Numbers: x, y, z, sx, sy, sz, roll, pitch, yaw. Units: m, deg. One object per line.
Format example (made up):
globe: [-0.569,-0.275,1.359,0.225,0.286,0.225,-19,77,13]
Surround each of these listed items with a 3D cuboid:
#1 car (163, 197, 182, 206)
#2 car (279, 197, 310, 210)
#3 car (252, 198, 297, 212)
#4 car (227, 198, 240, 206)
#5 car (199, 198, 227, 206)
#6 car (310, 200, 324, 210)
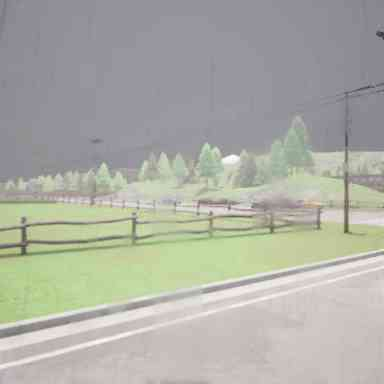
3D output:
car: [-3.688,1.719,61.108,1.812,1.442,4.674,0,0,-36]
car: [12.813,1.566,44.379,2.097,1.767,4.553,0,0,-36]
car: [10.072,1.741,42.187,2.033,1.411,5.357,0,0,-36]
car: [6.141,1.782,59.480,2.033,1.411,5.357,0,0,-36]
car: [3.255,1.692,57.482,1.882,1.535,5.008,0,0,-36]
car: [15.838,1.712,46.173,1.882,1.535,5.008,0,0,-36]
